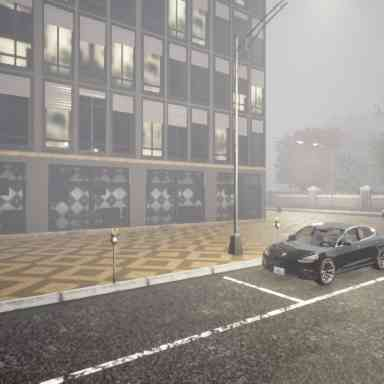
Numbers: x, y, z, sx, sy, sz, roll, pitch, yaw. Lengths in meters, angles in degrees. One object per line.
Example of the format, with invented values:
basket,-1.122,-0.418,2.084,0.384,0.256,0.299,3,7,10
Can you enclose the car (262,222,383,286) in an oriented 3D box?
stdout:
car,3.914,1.562,9.438,4.313,1.339,1.947,0,0,-35
